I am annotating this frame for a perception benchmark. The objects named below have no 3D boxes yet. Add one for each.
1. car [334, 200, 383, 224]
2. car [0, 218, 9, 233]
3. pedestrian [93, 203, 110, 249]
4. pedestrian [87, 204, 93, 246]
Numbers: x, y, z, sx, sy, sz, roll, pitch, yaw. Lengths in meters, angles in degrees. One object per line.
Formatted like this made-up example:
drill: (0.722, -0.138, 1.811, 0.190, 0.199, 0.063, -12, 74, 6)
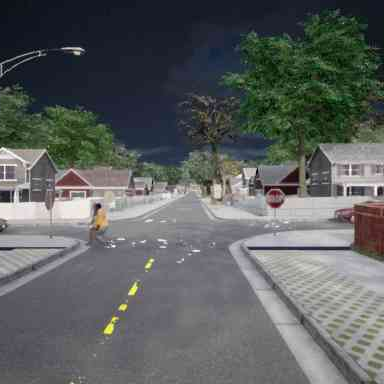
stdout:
car: (11.863, 1.294, 22.005, 4.674, 1.442, 1.812, -1, 0, 0)
car: (-12.999, 1.727, 18.942, 4.674, 1.442, 1.812, -1, 0, 0)
pedestrian: (-3.484, 1.292, 12.807, 0.375, 1.860, 0.375, 0, 0, 0)
pedestrian: (-3.895, 1.291, 13.489, 0.375, 1.860, 0.375, 0, 0, 0)
